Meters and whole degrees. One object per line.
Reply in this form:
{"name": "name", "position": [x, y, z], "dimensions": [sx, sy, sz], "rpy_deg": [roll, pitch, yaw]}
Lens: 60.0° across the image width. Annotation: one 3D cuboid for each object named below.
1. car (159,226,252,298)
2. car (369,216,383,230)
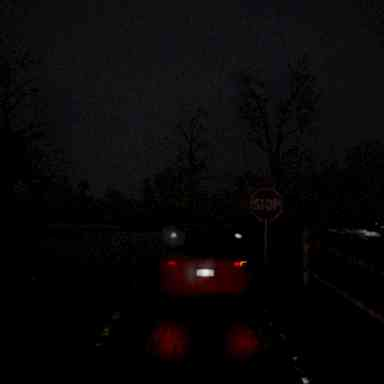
{"name": "car", "position": [0.355, 1.561, 8.553], "dimensions": [1.994, 1.385, 4.181], "rpy_deg": [0, 0, 3]}
{"name": "car", "position": [13.575, 1.859, 20.963], "dimensions": [4.181, 1.385, 1.994], "rpy_deg": [1, 1, 0]}
